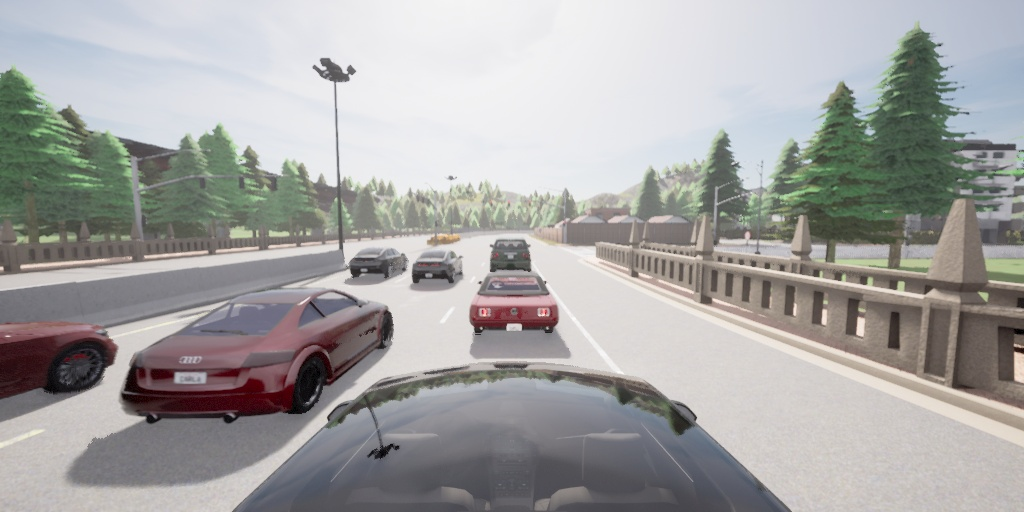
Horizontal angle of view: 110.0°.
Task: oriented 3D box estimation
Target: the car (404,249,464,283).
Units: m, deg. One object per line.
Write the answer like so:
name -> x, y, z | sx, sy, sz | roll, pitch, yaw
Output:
car -> -3.571, 0.400, 17.683 | 1.837, 1.490, 4.892 | 0, 4, -1

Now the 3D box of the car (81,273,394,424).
car -> -3.440, 1.192, 5.819 | 1.994, 1.385, 4.181 | 0, 2, -1

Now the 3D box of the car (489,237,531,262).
car -> -0.098, -0.076, 20.215 | 2.150, 2.045, 5.566 | 0, 5, -1

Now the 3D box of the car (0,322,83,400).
car -> -6.917, 1.231, 3.456 | 1.812, 1.442, 4.674 | 0, 2, -1

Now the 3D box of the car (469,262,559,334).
car -> 0.022, 1.062, 9.572 | 1.895, 1.301, 4.718 | 0, 3, -1

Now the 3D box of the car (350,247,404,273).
car -> -7.091, 0.255, 19.495 | 1.837, 1.490, 4.892 | 0, 4, -1
